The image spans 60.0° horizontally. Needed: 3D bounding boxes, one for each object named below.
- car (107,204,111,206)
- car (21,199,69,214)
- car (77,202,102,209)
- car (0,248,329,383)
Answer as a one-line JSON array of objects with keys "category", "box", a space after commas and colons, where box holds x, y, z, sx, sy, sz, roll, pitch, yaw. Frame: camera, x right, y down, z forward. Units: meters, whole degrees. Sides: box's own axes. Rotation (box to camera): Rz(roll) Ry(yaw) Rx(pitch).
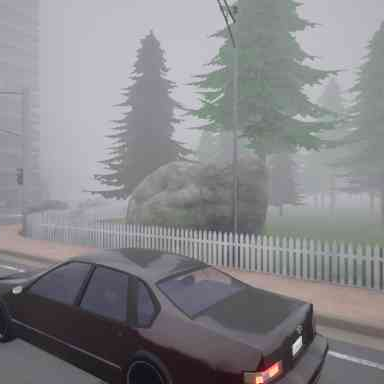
[{"category": "car", "box": [-14.325, 1.297, 54.186, 2.097, 1.767, 4.553, 0, 0, -12]}, {"category": "car", "box": [-15.235, 1.492, 34.907, 2.033, 1.411, 5.357, 0, 0, 17]}, {"category": "car", "box": [-13.573, 1.545, 44.400, 1.895, 1.301, 4.718, 0, 0, 3]}, {"category": "car", "box": [-1.015, 1.547, 4.712, 5.357, 1.411, 2.033, 0, 0, 35]}]
